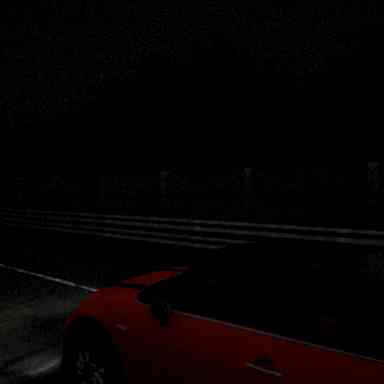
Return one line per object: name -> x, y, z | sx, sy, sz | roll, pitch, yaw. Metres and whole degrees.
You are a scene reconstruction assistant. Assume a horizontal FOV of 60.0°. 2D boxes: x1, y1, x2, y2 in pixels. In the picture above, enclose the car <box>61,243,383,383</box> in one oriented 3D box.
car -> 0.653, 1.351, 3.527 | 4.553, 1.767, 2.097 | 0, 0, 35
